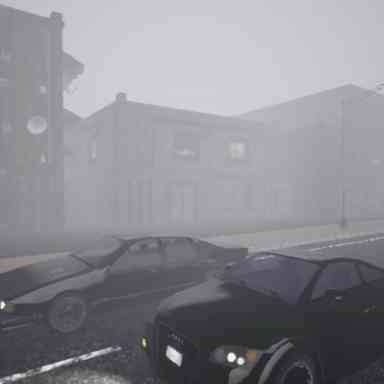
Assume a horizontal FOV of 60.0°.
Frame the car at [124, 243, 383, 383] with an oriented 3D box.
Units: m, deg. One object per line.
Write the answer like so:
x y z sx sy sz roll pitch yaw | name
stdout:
1.429 1.558 4.707 4.181 1.385 1.994 0 0 -36 | car

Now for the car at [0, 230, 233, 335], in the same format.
-1.104 1.543 6.891 5.357 1.411 2.033 0 0 -36 | car
